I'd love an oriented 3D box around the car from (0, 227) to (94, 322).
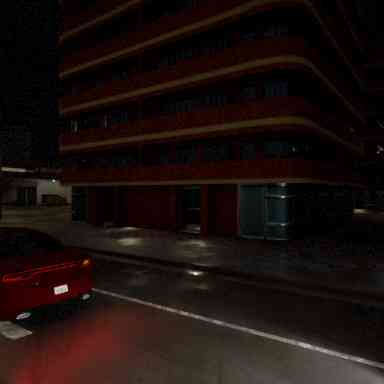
[{"bbox_3d":[-4.207,1.478,6.996,5.008,1.535,1.882,0,0,35],"label":"car"}]
